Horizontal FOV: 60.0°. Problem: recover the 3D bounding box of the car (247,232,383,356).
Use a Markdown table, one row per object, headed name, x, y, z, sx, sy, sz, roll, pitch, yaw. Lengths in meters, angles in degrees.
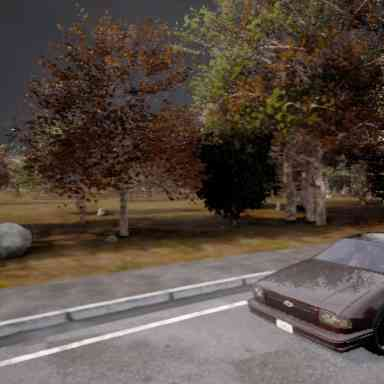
| name | x | y | z | sx | sy | sz | roll | pitch | yaw |
| --- | --- | --- | --- | --- | --- | --- | --- | --- | --- |
| car | 3.579 | 1.506 | 6.137 | 5.357 | 1.411 | 2.033 | 0 | 1 | -32 |
